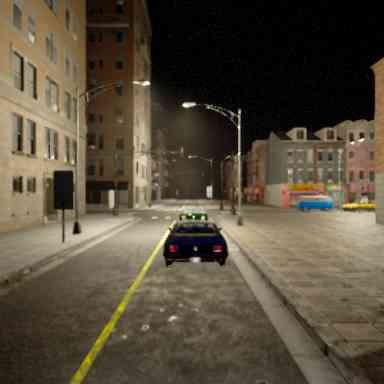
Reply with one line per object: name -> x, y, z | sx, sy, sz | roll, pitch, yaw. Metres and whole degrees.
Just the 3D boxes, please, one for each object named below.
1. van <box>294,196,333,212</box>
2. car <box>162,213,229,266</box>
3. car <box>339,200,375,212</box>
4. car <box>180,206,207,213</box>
van -> 13.758, 1.358, 37.561 | 3.998, 1.788, 1.690 | 0, 0, 0
car -> 0.105, 1.607, 11.488 | 1.895, 1.301, 4.718 | 0, 0, 0
car -> 19.200, 1.538, 37.549 | 4.829, 1.417, 1.752 | 0, 0, 0
car -> 0.112, 1.613, 23.060 | 1.895, 1.301, 4.718 | 0, 0, 1
